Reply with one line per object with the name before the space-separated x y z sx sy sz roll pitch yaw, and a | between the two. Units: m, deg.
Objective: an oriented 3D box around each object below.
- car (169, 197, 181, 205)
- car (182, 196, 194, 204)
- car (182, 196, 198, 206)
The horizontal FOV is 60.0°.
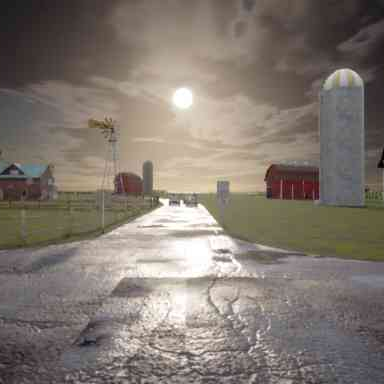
car | -3.019 1.588 58.105 1.994 1.385 4.181 0 0 -2
car | -0.748 1.525 64.117 1.837 1.490 4.892 0 0 -6
car | -0.080 1.518 54.009 2.128 1.511 4.902 0 0 -2
